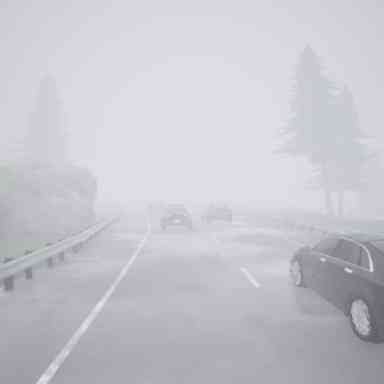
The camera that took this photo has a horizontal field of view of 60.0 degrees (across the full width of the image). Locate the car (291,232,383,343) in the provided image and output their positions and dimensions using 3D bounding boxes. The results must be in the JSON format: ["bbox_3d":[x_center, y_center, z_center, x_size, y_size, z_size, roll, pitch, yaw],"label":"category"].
[{"bbox_3d":[3.434,1.535,6.482,1.837,1.490,4.892,0,0,-2],"label":"car"}]

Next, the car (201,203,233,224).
[{"bbox_3d":[1.886,1.635,26.467,2.128,1.511,4.902,0,0,-8],"label":"car"}]

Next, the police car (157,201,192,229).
[{"bbox_3d":[-1.184,1.634,22.857,2.038,1.542,4.974,0,0,-7],"label":"police car"}]

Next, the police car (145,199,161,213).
[{"bbox_3d":[-4.602,1.660,40.835,1.930,1.638,5.238,0,0,-14],"label":"police car"}]
